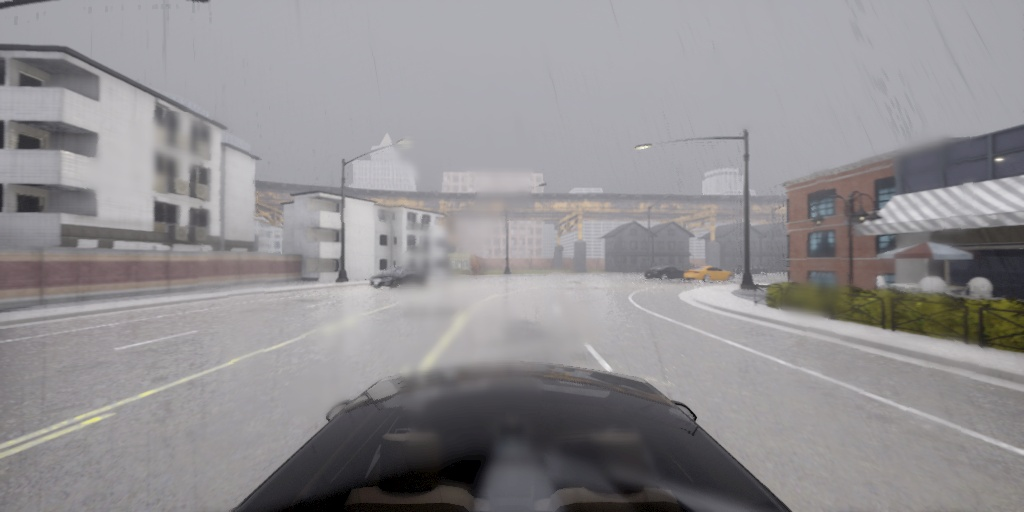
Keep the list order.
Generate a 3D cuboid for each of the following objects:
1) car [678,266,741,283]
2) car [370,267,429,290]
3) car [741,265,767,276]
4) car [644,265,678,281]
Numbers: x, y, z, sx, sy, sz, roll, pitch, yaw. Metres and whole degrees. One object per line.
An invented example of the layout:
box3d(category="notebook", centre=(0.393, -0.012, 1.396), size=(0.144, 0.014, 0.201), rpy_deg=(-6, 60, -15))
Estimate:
box3d(category="car", centre=(18.382, 1.665, 33.360), size=(5.008, 1.535, 1.882), rpy_deg=(0, -1, -21))
box3d(category="car", centre=(-7.978, 1.548, 25.744), size=(2.128, 1.511, 4.902), rpy_deg=(0, -1, 23))
box3d(category="car", centre=(32.238, 1.916, 49.137), size=(4.892, 1.490, 1.837), rpy_deg=(0, -1, -1))
box3d(category="car", centre=(15.649, 1.699, 36.178), size=(5.008, 1.535, 1.882), rpy_deg=(0, -1, -25))
